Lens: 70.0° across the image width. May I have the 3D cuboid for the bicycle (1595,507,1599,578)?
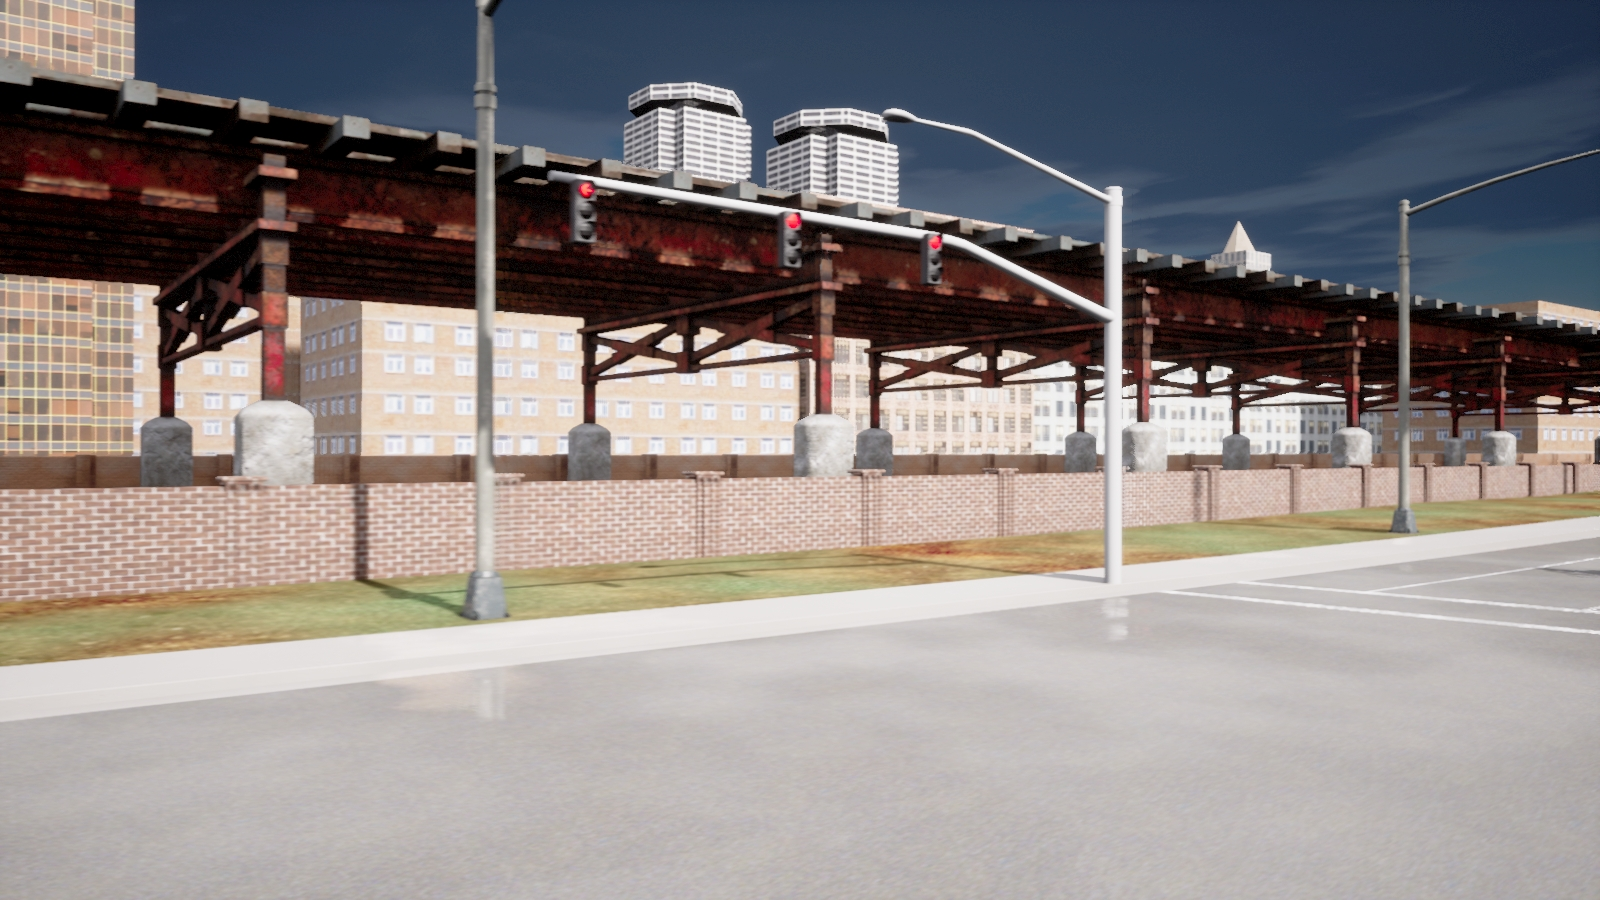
[{"bbox_3d":[17.802,1.966,24.776,1.835,1.496,0.329,0,0,-35],"label":"bicycle"}]
